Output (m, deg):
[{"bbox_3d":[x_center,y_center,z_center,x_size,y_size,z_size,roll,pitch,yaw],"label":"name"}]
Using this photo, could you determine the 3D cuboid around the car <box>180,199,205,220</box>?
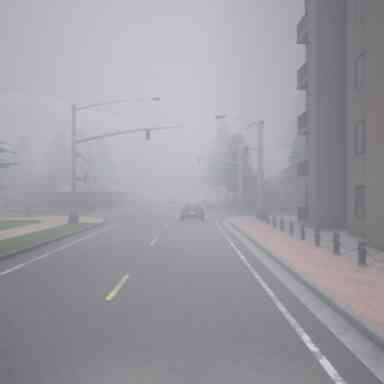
[{"bbox_3d":[0.050,1.598,28.035,1.994,1.385,4.181,0,0,1],"label":"car"}]

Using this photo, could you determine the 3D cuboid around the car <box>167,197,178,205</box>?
[{"bbox_3d":[-3.521,1.620,60.957,2.033,1.411,5.357,0,0,1],"label":"car"}]

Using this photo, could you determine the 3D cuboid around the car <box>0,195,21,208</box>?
[{"bbox_3d":[-25.016,1.214,44.760,1.932,1.855,4.605,0,0,-1],"label":"car"}]

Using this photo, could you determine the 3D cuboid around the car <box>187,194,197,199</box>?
[{"bbox_3d":[0.006,1.305,74.888,2.097,1.767,4.553,0,0,0],"label":"car"}]
